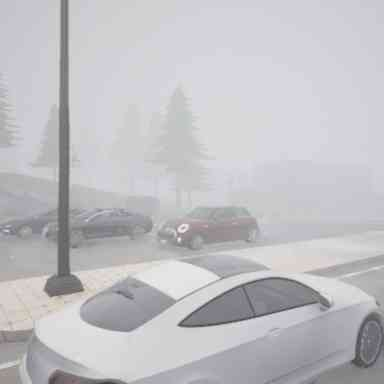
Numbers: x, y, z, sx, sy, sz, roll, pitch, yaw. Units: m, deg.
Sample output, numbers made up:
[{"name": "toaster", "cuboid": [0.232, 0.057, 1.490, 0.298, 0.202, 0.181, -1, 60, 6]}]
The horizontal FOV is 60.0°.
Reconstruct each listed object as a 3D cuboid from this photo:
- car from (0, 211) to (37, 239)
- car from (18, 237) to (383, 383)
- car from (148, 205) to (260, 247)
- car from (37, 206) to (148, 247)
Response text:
[{"name": "car", "cuboid": [-7.179, 1.503, 17.286, 4.892, 1.490, 1.837, 0, 0, -35]}, {"name": "car", "cuboid": [0.511, 1.529, 4.073, 4.674, 1.442, 1.812, 0, 0, -36]}, {"name": "car", "cuboid": [0.752, 1.364, 14.321, 4.553, 1.767, 2.097, 0, 0, -35]}, {"name": "car", "cuboid": [-4.109, 1.494, 15.170, 4.902, 1.511, 2.128, 0, 0, -35]}]
